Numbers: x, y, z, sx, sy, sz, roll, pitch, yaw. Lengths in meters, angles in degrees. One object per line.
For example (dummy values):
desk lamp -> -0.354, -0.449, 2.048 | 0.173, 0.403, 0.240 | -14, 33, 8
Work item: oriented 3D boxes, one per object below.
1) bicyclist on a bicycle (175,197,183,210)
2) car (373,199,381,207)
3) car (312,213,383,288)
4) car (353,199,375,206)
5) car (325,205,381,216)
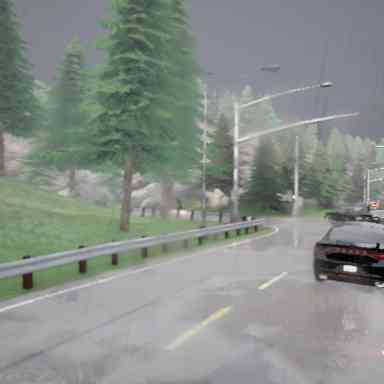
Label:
bicyclist on a bicycle -> -1.596, 1.468, 39.997 | 0.582, 1.620, 1.656 | -2, 5, 32
car -> 30.287, 1.977, 55.542 | 2.097, 1.767, 4.553 | 1, 0, 33
car -> 4.820, 1.579, 9.395 | 1.882, 1.535, 5.008 | 1, -1, 33
car -> 20.727, 1.925, 40.858 | 2.128, 1.511, 4.902 | 1, 0, 33
car -> 11.752, 1.857, 24.797 | 1.895, 1.301, 4.718 | 1, 0, -3
